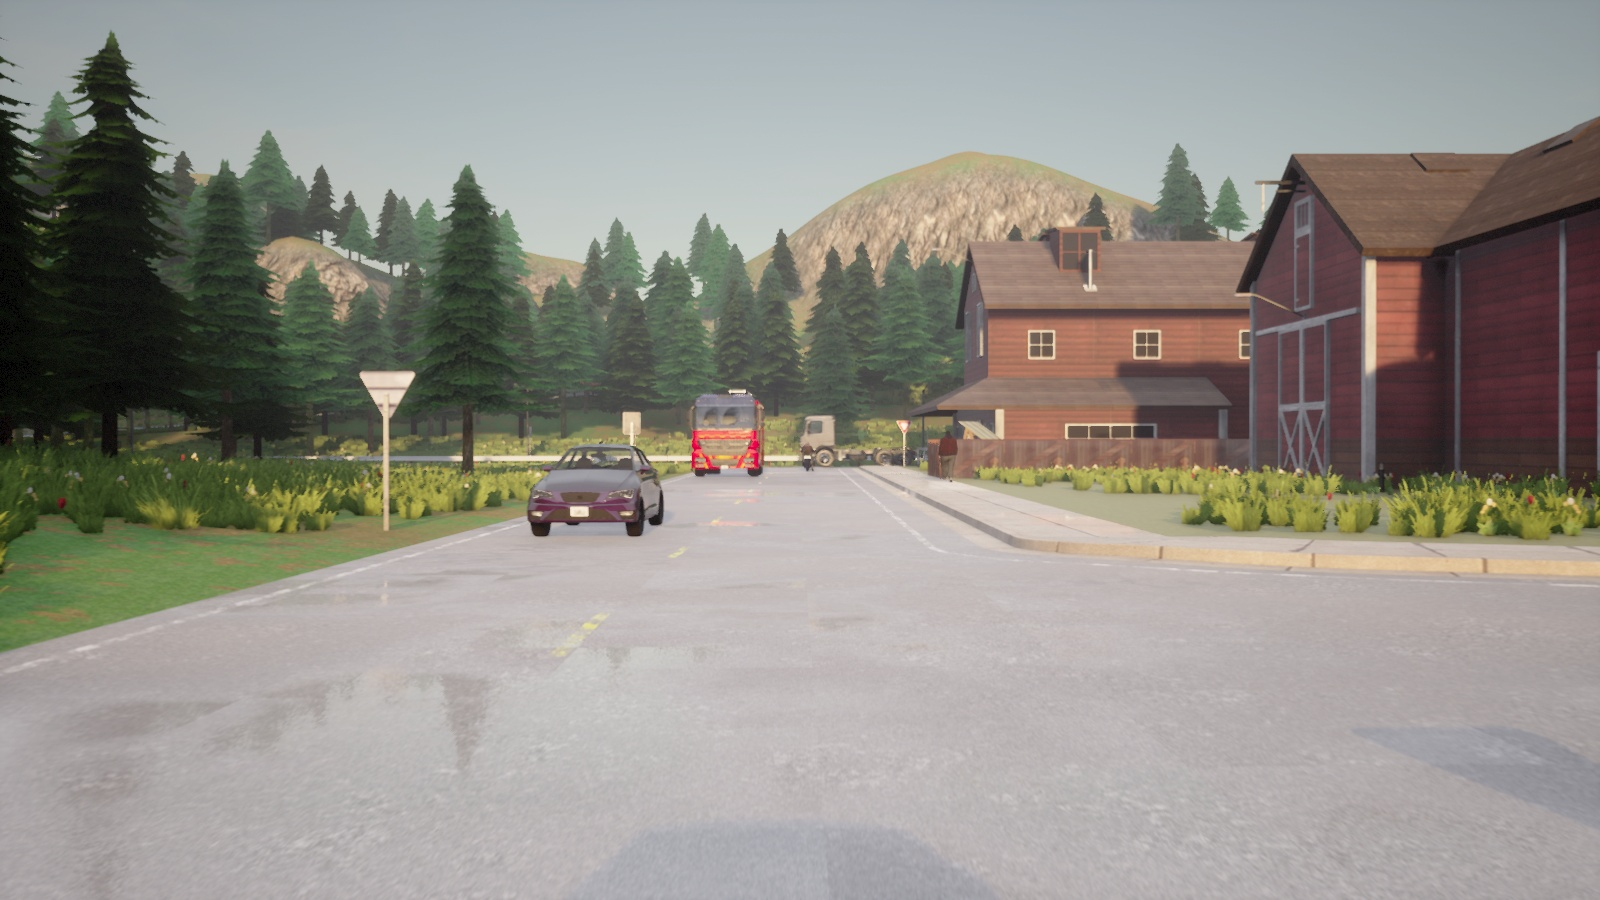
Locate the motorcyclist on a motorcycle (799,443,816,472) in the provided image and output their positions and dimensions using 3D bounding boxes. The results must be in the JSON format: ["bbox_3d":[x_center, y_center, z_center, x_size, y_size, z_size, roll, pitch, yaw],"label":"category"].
[{"bbox_3d":[0.394,0.381,66.386,0.866,1.530,2.191,0,0,0],"label":"motorcyclist on a motorcycle"}]

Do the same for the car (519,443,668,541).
[{"bbox_3d":[-3.364,0.629,21.204,1.816,1.474,4.193,0,0,0],"label":"car"}]

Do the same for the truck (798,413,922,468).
[{"bbox_3d":[3.835,-0.593,81.614,7.936,3.462,2.891,0,0,0],"label":"truck"}]

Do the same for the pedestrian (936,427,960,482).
[{"bbox_3d":[4.974,0.151,42.276,0.634,1.844,0.899,0,0,-4],"label":"pedestrian"}]

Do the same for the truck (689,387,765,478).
[{"bbox_3d":[-3.170,-0.764,56.907,2.891,3.827,8.468,0,0,0],"label":"truck"}]
